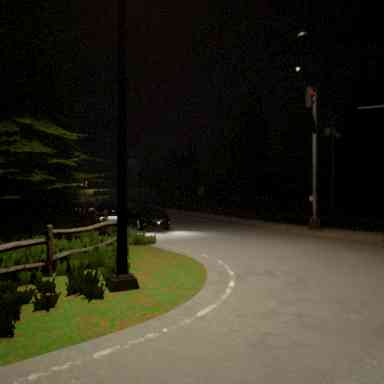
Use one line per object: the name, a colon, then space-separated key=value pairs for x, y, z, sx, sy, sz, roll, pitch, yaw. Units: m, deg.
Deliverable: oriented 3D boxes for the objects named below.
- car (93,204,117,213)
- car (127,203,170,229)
car: x=-7.874 y=1.531 z=31.614 sx=1.994 sy=1.385 sz=4.181 roll=0 pitch=0 yaw=-24
car: x=-2.892 y=1.472 z=20.722 sx=1.837 sy=1.490 sz=4.892 roll=0 pitch=0 yaw=-25
